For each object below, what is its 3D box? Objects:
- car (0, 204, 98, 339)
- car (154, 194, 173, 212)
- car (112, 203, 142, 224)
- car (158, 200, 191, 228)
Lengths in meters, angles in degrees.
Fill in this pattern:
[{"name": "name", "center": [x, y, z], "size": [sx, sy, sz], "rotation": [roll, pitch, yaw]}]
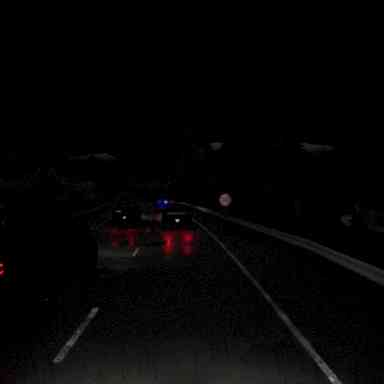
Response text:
[{"name": "car", "center": [-3.567, 1.238, 6.723], "size": [2.150, 2.045, 5.566], "rotation": [0, 0, -2]}, {"name": "car", "center": [-3.369, 1.297, 40.259], "size": [2.150, 2.045, 5.566], "rotation": [0, 0, -9]}, {"name": "car", "center": [-4.849, 1.542, 25.106], "size": [2.128, 1.511, 4.902], "rotation": [0, 0, -6]}, {"name": "car", "center": [-1.116, 1.535, 22.821], "size": [2.128, 1.511, 4.902], "rotation": [0, 0, -5]}]
